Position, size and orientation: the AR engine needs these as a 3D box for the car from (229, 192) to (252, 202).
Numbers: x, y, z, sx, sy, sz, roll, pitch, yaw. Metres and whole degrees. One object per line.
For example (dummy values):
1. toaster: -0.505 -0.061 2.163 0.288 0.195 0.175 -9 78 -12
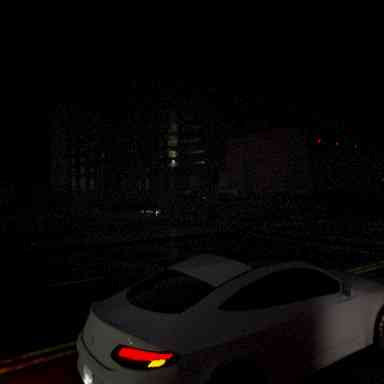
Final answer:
1. car: 11.324 1.135 78.097 1.970 1.475 3.806 0 0 -35

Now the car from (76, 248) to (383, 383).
1. car: 0.918 1.510 4.442 4.674 1.442 1.812 0 0 -35

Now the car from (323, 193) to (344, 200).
1. car: 31.485 1.037 73.910 1.784 1.438 3.905 0 0 -35

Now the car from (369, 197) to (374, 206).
1. car: 23.247 0.937 46.626 1.905 1.878 3.866 0 0 -35

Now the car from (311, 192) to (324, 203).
1. car: 29.084 0.840 72.287 1.932 1.855 4.605 0 0 -35

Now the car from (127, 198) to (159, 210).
1. car: -6.108 1.488 40.503 2.033 1.411 5.357 0 0 -36

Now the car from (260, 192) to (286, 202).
1. car: 15.353 1.163 62.441 1.970 1.475 3.806 0 0 -35

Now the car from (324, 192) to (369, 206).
1. car: 20.854 0.948 44.997 1.932 1.855 4.605 0 0 -35

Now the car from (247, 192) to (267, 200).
1. car: 15.845 0.866 81.363 1.932 1.855 4.605 0 0 -35

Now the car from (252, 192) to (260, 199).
1. car: 13.686 1.090 79.771 1.784 1.438 3.905 0 0 -35
